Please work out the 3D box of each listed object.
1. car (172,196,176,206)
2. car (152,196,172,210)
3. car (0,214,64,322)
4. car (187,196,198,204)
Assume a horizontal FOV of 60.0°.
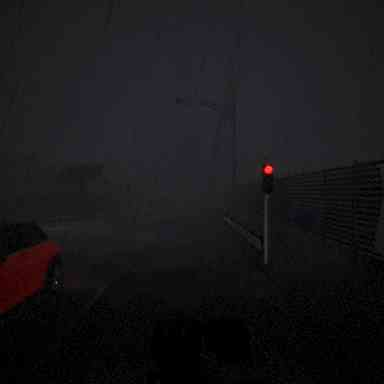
[{"bbox_3d":[-4.006,1.478,53.457,1.882,1.535,5.008,0,0,0],"label":"car"},{"bbox_3d":[-4.029,1.564,43.385,1.994,1.385,4.181,0,0,0],"label":"car"},{"bbox_3d":[-3.995,1.352,5.658,2.097,1.767,4.553,0,0,1],"label":"car"},{"bbox_3d":[0.102,1.505,63.183,1.837,1.490,4.892,0,0,0],"label":"car"}]
